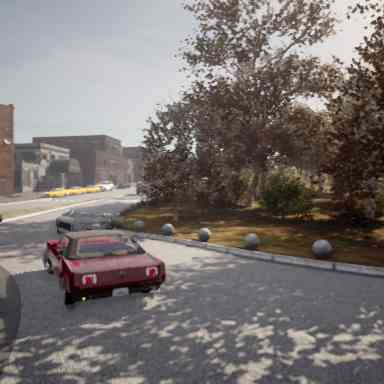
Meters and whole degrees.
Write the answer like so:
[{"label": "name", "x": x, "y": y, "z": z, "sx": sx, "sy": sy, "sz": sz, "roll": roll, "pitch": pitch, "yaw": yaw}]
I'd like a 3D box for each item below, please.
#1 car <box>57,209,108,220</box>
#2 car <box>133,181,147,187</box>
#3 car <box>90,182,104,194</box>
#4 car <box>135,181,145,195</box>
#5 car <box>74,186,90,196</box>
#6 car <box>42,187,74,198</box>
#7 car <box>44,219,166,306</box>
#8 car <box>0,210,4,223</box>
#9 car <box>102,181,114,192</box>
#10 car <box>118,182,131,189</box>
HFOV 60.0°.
[{"label": "car", "x": -5.811, "y": 1.567, "z": 17.640, "sx": 1.994, "sy": 1.385, "sz": 4.181, "roll": 0, "pitch": 0, "yaw": -36}, {"label": "car", "x": -13.995, "y": -2.216, "z": 90.316, "sx": 2.231, "sy": 1.521, "sz": 4.892, "roll": 0, "pitch": 3, "yaw": 11}, {"label": "car", "x": -19.218, "y": -0.552, "z": 62.916, "sx": 1.946, "sy": 1.575, "sz": 5.366, "roll": 0, "pitch": 3, "yaw": 11}, {"label": "car", "x": -8.066, "y": -0.614, "z": 58.489, "sx": 2.150, "sy": 2.045, "sz": 5.566, "roll": 0, "pitch": 4, "yaw": 11}, {"label": "car", "x": -20.250, "y": -0.223, "z": 57.498, "sx": 1.946, "sy": 1.575, "sz": 5.366, "roll": 0, "pitch": 3, "yaw": 11}, {"label": "car", "x": -21.292, "y": 0.110, "z": 52.085, "sx": 1.946, "sy": 1.575, "sz": 5.366, "roll": 0, "pitch": 3, "yaw": 11}, {"label": "car", "x": -2.428, "y": 1.603, "z": 8.222, "sx": 1.895, "sy": 1.301, "sz": 4.718, "roll": 0, "pitch": 0, "yaw": -29}, {"label": "car", "x": -14.102, "y": 1.496, "z": 20.512, "sx": 4.902, "sy": 1.511, "sz": 2.128, "roll": 0, "pitch": 0, "yaw": 13}, {"label": "car", "x": -18.132, "y": -1.147, "z": 68.597, "sx": 2.435, "sy": 2.045, "sz": 5.566, "roll": 0, "pitch": 3, "yaw": 11}, {"label": "car", "x": -16.070, "y": -1.526, "z": 79.446, "sx": 2.163, "sy": 1.488, "sz": 4.792, "roll": 0, "pitch": 3, "yaw": 11}]
